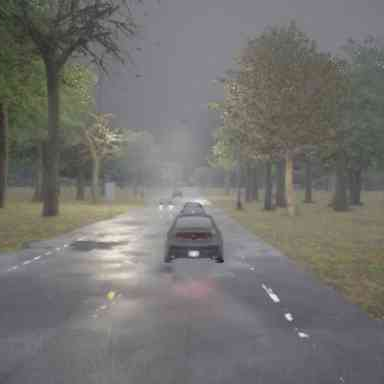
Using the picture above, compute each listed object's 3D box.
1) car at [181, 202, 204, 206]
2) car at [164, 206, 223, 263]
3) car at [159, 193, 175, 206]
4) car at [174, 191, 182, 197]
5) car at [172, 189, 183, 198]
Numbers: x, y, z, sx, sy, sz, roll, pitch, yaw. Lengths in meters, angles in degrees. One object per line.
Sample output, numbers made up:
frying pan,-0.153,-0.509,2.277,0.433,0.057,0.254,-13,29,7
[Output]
car,0.069,1.500,27.408,1.994,1.385,4.181,0,0,0
car,0.071,1.497,11.981,1.837,1.490,4.892,0,1,0
car,-3.906,1.263,49.935,1.812,1.442,4.674,0,1,-3
car,-3.519,0.597,84.786,1.812,1.442,4.674,0,1,0
car,-3.380,0.397,77.281,2.150,2.045,5.566,0,1,-2
